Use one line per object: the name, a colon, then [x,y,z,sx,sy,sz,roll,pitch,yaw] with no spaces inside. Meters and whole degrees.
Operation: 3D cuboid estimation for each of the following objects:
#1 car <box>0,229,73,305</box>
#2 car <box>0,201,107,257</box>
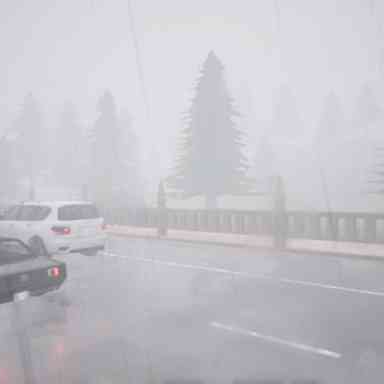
car: [-5.015,1.693,7.570,4.718,1.301,1.895,-1,0,36]
car: [-5.529,1.348,12.236,5.566,2.045,2.150,-1,0,35]
